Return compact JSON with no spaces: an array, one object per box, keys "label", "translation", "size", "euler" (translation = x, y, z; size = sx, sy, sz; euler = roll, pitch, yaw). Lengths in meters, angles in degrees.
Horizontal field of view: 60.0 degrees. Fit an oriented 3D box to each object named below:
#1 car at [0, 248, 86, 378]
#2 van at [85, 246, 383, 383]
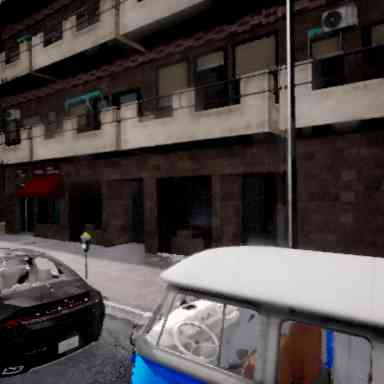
[{"label":"car","translation":[-3.227,1.561,5.188],"size":[4.403,1.369,2.008],"euler":[0,-1,36]},{"label":"van","translation":[1.371,1.341,1.910],"size":[3.998,1.788,1.690],"euler":[0,-1,36]}]
